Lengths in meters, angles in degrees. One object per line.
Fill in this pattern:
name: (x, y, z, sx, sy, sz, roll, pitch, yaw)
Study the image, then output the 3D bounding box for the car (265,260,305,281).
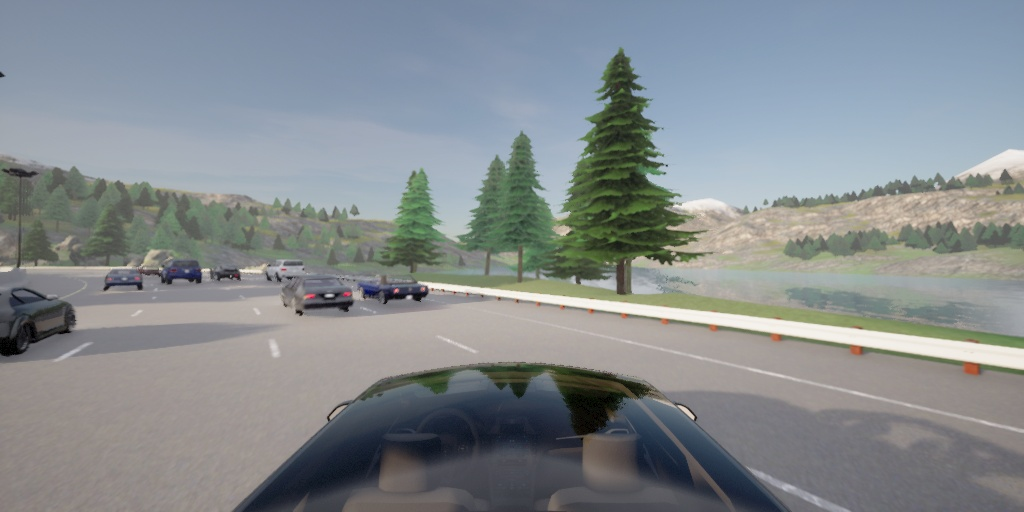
car: (-21.385, 1.371, 33.828, 5.566, 2.045, 2.150, 0, -1, 43)

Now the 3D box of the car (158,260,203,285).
car: (-28.416, 1.336, 30.855, 5.566, 2.045, 2.150, 0, -1, 41)

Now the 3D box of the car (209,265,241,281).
car: (-28.329, 1.675, 35.373, 4.892, 1.490, 1.837, 0, -1, 41)

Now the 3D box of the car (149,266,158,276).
car: (-43.007, 1.859, 42.356, 4.718, 1.301, 1.895, 0, -1, 34)

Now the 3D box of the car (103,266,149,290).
car: (-27.398, 1.593, 25.327, 5.357, 1.411, 2.033, -1, -1, 43)

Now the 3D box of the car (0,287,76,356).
car: (-11.898, 1.395, 8.096, 1.994, 1.385, 4.181, 1, -1, -38)

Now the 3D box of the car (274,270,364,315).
car: (-7.961, 1.455, 14.471, 2.033, 1.411, 5.357, 1, -1, -39)

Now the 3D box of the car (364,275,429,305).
car: (-5.930, 1.545, 17.485, 1.895, 1.301, 4.718, 1, -1, -40)
